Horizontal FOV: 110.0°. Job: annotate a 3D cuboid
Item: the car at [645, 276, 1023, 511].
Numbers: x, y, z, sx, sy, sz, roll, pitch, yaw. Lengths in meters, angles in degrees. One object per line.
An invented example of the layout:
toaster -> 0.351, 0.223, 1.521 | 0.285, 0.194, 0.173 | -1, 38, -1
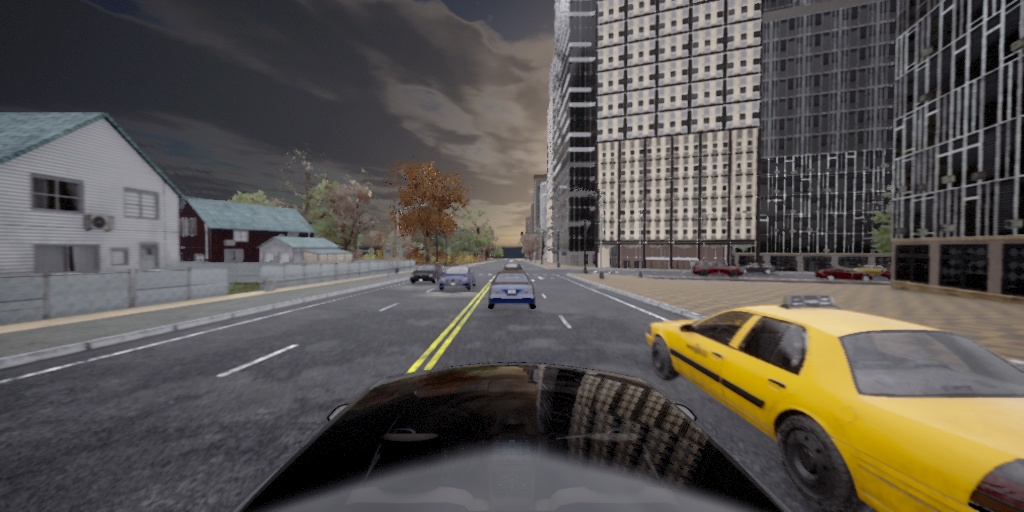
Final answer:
car -> 3.249, 1.212, 4.224 | 1.801, 1.575, 5.366 | 0, 0, 0

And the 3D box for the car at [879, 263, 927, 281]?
car -> 38.972, 1.621, 34.577 | 5.009, 1.841, 2.192 | 0, 0, 20

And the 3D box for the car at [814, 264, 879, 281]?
car -> 33.649, 1.811, 36.524 | 4.507, 1.381, 1.888 | 0, 0, 20

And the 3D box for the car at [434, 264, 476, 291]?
car -> -3.311, 1.324, 22.555 | 1.812, 1.442, 4.674 | 0, 0, 0

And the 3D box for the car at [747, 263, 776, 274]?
car -> 31.033, 1.591, 45.871 | 4.403, 1.370, 2.007 | 0, 0, 20

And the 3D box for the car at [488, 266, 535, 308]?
car -> -0.008, 1.328, 15.357 | 2.033, 1.411, 5.357 | 0, 0, 0

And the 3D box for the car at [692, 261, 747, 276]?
car -> 23.001, 1.499, 40.420 | 5.009, 1.841, 2.192 | 0, 0, 20

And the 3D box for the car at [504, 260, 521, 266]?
car -> 0.056, 1.304, 32.122 | 1.882, 1.535, 5.008 | 0, 0, 0

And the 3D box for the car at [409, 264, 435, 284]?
car -> -6.511, 1.361, 28.291 | 2.033, 1.411, 5.357 | 0, 0, 0
